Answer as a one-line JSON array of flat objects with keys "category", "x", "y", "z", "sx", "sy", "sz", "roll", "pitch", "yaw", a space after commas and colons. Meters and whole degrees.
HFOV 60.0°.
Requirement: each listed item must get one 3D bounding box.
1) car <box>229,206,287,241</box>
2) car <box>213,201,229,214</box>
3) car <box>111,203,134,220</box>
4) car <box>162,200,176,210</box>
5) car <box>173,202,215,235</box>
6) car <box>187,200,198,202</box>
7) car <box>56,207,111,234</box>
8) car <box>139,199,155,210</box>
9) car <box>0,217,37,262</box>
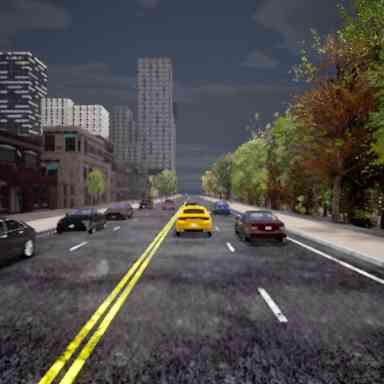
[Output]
[{"category": "car", "x": 3.344, "y": 1.639, "z": 17.070, "sx": 2.033, "sy": 1.411, "sz": 5.357, "roll": 0, "pitch": 0, "yaw": 0}, {"category": "car", "x": 3.342, "y": 1.753, "z": 38.639, "sx": 2.033, "sy": 1.411, "sz": 5.357, "roll": 0, "pitch": 0, "yaw": 0}, {"category": "car", "x": -6.507, "y": 1.711, "z": 30.373, "sx": 2.033, "sy": 1.411, "sz": 5.357, "roll": 0, "pitch": 0, "yaw": 0}, {"category": "car", "x": -3.260, "y": 1.826, "z": 48.132, "sx": 1.812, "sy": 1.442, "sz": 4.674, "roll": 0, "pitch": 0, "yaw": 0}, {"category": "car", "x": 0.096, "y": 1.583, "z": 19.667, "sx": 1.882, "sy": 1.535, "sz": 5.008, "roll": 0, "pitch": 0, "yaw": 0}, {"category": "car", "x": 0.073, "y": 1.721, "z": 43.278, "sx": 2.128, "sy": 1.511, "sz": 4.902, "roll": 0, "pitch": 0, "yaw": 0}, {"category": "car", "x": -6.506, "y": 1.672, "z": 19.950, "sx": 1.994, "sy": 1.385, "sz": 4.181, "roll": 0, "pitch": 0, "yaw": 0}, {"category": "car", "x": -6.510, "y": 1.815, "z": 48.131, "sx": 1.837, "sy": 1.490, "sz": 4.892, "roll": 0, "pitch": 0, "yaw": 0}, {"category": "car", "x": -6.573, "y": 1.561, "z": 10.214, "sx": 1.837, "sy": 1.490, "sz": 4.892, "roll": 0, "pitch": 0, "yaw": 0}]
